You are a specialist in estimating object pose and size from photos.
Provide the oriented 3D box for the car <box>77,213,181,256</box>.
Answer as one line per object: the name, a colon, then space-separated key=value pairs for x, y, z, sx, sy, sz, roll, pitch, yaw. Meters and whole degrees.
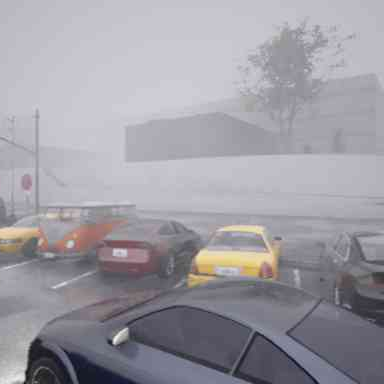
car: x=-1.119 y=1.554 z=10.311 sx=2.163 sy=1.488 sz=4.792 roll=0 pitch=-1 yaw=15

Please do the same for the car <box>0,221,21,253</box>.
car: x=-6.027 y=1.550 z=13.565 sx=1.946 sy=1.575 sz=5.366 roll=0 pitch=-1 yaw=15

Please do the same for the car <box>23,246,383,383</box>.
car: x=0.219 y=1.571 z=3.222 sx=4.181 sy=1.385 sz=1.994 roll=0 pitch=0 yaw=35

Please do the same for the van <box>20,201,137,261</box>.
van: x=-3.580 y=1.312 z=11.903 sx=1.878 sy=1.987 sz=4.442 roll=0 pitch=-1 yaw=16

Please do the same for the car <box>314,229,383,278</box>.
car: x=3.729 y=1.495 z=6.815 sx=2.231 sy=1.521 sz=4.892 roll=0 pitch=-1 yaw=15

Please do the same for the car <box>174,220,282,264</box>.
car: x=1.352 y=1.508 z=8.731 sx=1.946 sy=1.575 sz=5.366 roll=0 pitch=-1 yaw=15
